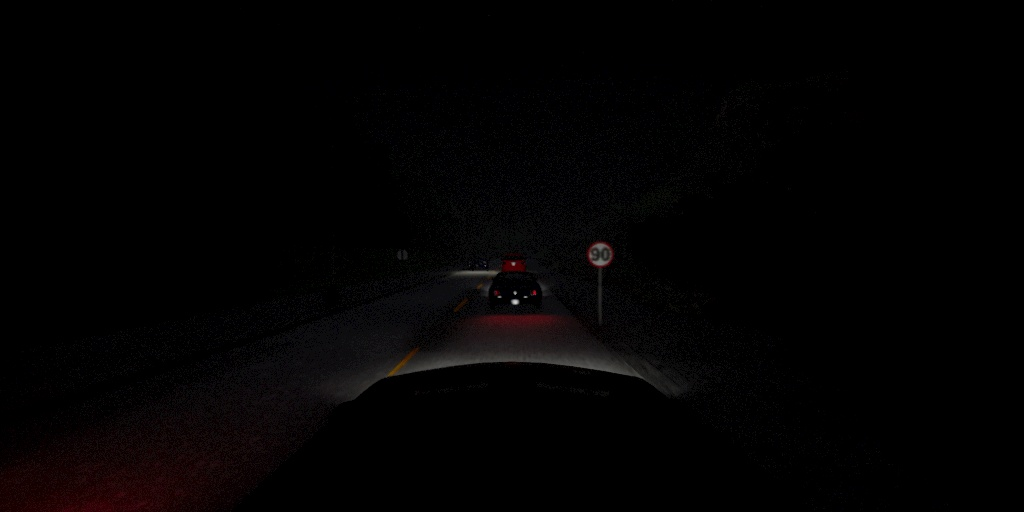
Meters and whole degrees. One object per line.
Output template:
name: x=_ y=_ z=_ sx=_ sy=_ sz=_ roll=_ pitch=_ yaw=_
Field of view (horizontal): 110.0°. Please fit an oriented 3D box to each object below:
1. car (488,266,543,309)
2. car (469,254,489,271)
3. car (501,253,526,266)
car: x=0.117 y=1.270 z=14.422 sx=1.895 sy=1.301 sz=4.718 roll=0 pitch=0 yaw=0
car: x=-4.014 y=0.730 z=44.293 sx=2.150 sy=2.045 sz=5.566 roll=0 pitch=0 yaw=0
car: x=0.142 y=0.770 z=33.416 sx=2.150 sy=2.045 sz=5.566 roll=0 pitch=0 yaw=0
